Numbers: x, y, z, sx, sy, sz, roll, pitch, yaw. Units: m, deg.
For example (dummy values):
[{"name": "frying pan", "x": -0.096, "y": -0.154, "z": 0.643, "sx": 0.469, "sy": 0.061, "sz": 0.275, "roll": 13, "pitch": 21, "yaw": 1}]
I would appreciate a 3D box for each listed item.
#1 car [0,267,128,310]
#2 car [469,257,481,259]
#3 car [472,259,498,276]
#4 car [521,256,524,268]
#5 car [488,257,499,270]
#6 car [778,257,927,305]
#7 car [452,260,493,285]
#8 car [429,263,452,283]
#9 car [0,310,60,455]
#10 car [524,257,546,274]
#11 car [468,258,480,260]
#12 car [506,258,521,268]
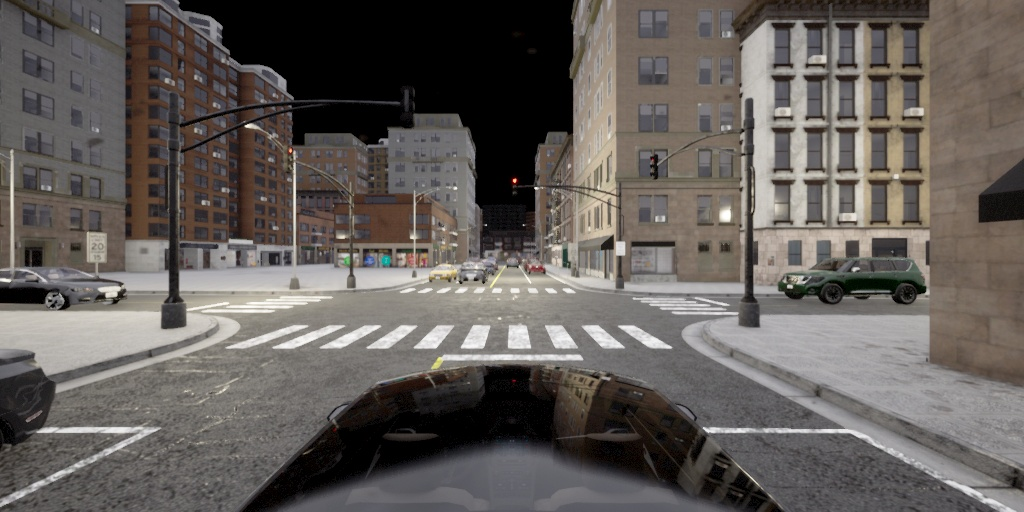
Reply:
[{"name": "car", "x": -17.278, "y": 1.158, "z": 13.342, "sx": 4.902, "sy": 1.511, "sz": 2.128, "roll": 0, "pitch": 0, "yaw": 2}, {"name": "car", "x": -5.369, "y": 1.049, "z": 51.167, "sx": 2.192, "sy": 1.841, "sz": 5.009, "roll": 0, "pitch": 0, "yaw": 0}, {"name": "car", "x": -2.832, "y": 1.302, "z": 37.628, "sx": 1.994, "sy": 1.385, "sz": 4.181, "roll": 0, "pitch": 0, "yaw": 0}, {"name": "car", "x": 2.654, "y": 1.050, "z": 45.501, "sx": 2.192, "sy": 1.841, "sz": 5.009, "roll": 0, "pitch": 0, "yaw": 0}, {"name": "car", "x": -2.819, "y": 1.261, "z": 48.144, "sx": 1.812, "sy": 1.442, "sz": 4.674, "roll": 0, "pitch": 0, "yaw": 0}, {"name": "car", "x": 15.349, "y": 1.051, "z": 16.324, "sx": 5.566, "sy": 2.045, "sz": 2.150, "roll": 0, "pitch": 0, "yaw": -2}, {"name": "car", "x": -2.775, "y": 1.234, "z": 26.367, "sx": 2.128, "sy": 1.511, "sz": 4.902, "roll": 0, "pitch": 0, "yaw": -1}, {"name": "car", "x": -5.378, "y": 1.266, "z": 28.349, "sx": 1.751, "sy": 1.417, "sz": 4.829, "roll": 0, "pitch": 0, "yaw": 0}, {"name": "car", "x": -5.388, "y": 1.300, "z": 1.673, "sx": 2.007, "sy": 1.370, "sz": 4.403, "roll": 0, "pitch": 0, "yaw": 0}, {"name": "car", "x": 2.651, "y": 1.177, "z": 39.839, "sx": 1.967, "sy": 1.591, "sz": 4.097, "roll": 0, "pitch": 0, "yaw": 0}, {"name": "car", "x": -5.372, "y": 1.286, "z": 45.505, "sx": 2.007, "sy": 1.370, "sz": 4.403, "roll": 0, "pitch": 0, "yaw": 0}, {"name": "car", "x": 0.115, "y": 1.296, "z": 58.569, "sx": 1.994, "sy": 1.385, "sz": 4.181, "roll": 0, "pitch": 0, "yaw": 1}]
